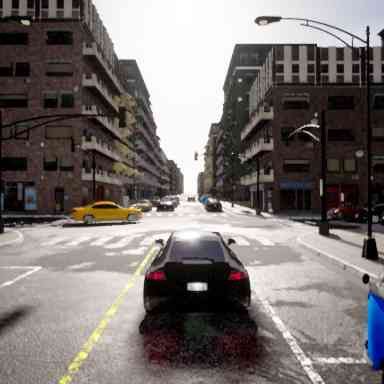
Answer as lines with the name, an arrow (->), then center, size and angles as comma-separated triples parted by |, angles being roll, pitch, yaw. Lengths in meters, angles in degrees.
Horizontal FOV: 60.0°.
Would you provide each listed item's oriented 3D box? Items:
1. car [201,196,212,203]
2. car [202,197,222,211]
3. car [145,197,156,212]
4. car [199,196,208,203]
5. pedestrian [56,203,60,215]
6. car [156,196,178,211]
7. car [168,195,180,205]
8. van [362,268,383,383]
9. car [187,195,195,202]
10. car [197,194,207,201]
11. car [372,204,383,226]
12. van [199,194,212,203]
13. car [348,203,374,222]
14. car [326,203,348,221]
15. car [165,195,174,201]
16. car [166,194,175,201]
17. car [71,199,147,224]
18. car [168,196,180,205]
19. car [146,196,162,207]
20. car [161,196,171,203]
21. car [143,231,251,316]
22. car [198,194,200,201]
car -> 2.621, 1.564, 45.597 | 2.008, 1.369, 4.403 | 1, 0, 0
car -> 2.631, 1.577, 39.955 | 1.947, 1.339, 4.313 | 1, 0, 0
car -> -5.748, 1.537, 39.769 | 1.752, 1.417, 4.829 | 1, 0, 0
car -> 2.569, 1.607, 73.810 | 1.802, 1.307, 4.206 | 1, 0, 0
pedestrian -> -12.595, 1.595, 31.362 | 0.500, 1.100, 0.500 | 0, -1, 1
car -> -3.173, 1.575, 40.934 | 1.994, 1.385, 4.181 | 0, 0, 0
car -> -3.186, 1.492, 49.651 | 1.882, 1.535, 5.008 | 0, 0, 0
van -> 2.670, 1.342, 2.008 | 1.690, 1.788, 3.998 | 1, 0, 0
car -> -0.145, 1.554, 80.485 | 2.128, 1.511, 4.902 | 0, 0, 0
car -> 2.554, 1.346, 85.095 | 2.192, 1.841, 5.009 | 1, 0, 0
car -> 13.503, 1.582, 19.778 | 4.313, 1.339, 1.947 | 0, -1, 1
van -> 2.604, 1.359, 56.882 | 1.690, 1.788, 3.998 | 1, 0, 0
car -> 15.063, 1.633, 25.552 | 4.892, 1.490, 1.837 | 0, -1, 0
car -> 13.591, 1.606, 28.159 | 4.097, 1.590, 1.967 | 0, -1, 1
car -> -5.830, 1.582, 85.080 | 2.008, 1.369, 4.403 | 1, 0, 0
car -> -5.839, 1.475, 90.723 | 1.967, 1.590, 4.097 | 1, 0, 0
car -> -6.196, 1.482, 24.409 | 5.008, 1.535, 1.882 | 0, 1, -24
car -> -3.177, 1.497, 60.027 | 1.882, 1.535, 5.008 | 0, 0, 0
car -> -5.768, 1.456, 51.225 | 1.967, 1.590, 4.097 | 1, 0, 0
car -> -5.810, 1.570, 73.795 | 1.887, 1.381, 4.507 | 1, 0, 0
car -> 0.087, 1.566, 7.610 | 1.994, 1.385, 4.181 | 0, 0, 0
car -> 2.580, 1.548, 68.338 | 1.752, 1.417, 4.829 | 1, 0, 0
